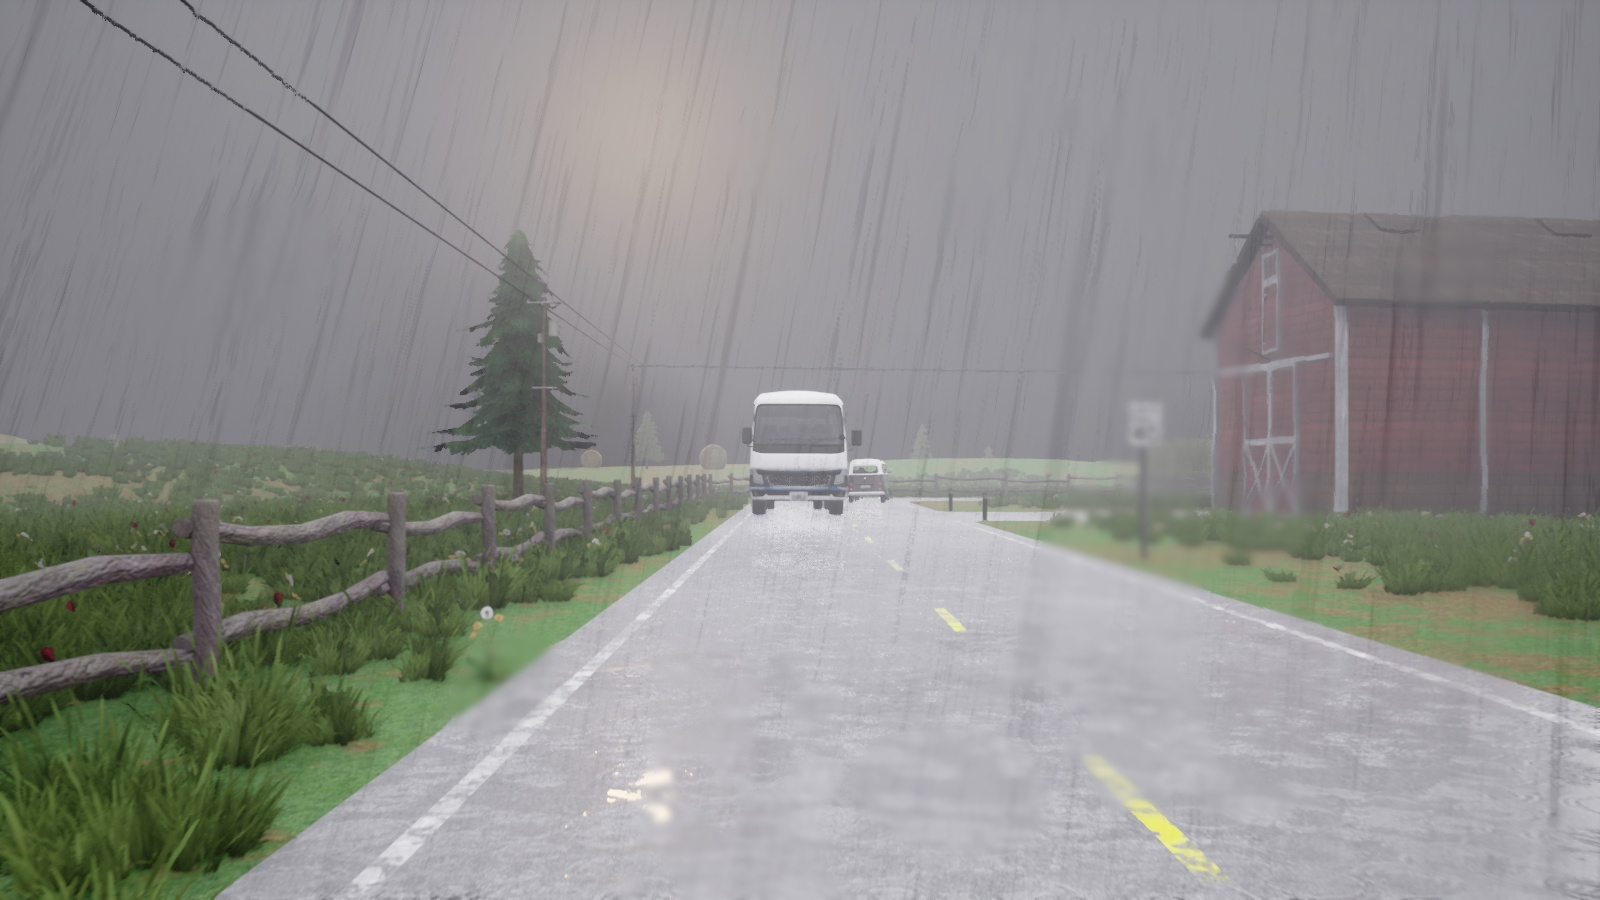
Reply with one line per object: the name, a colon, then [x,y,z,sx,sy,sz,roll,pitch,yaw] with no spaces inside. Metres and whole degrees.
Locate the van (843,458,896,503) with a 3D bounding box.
van: [3.377,1.429,60.291,2.069,2.038,4.480,-2,-1,9]

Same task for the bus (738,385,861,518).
bus: [-0.145,0.117,45.355,3.944,4.253,10.273,0,-1,-1]
